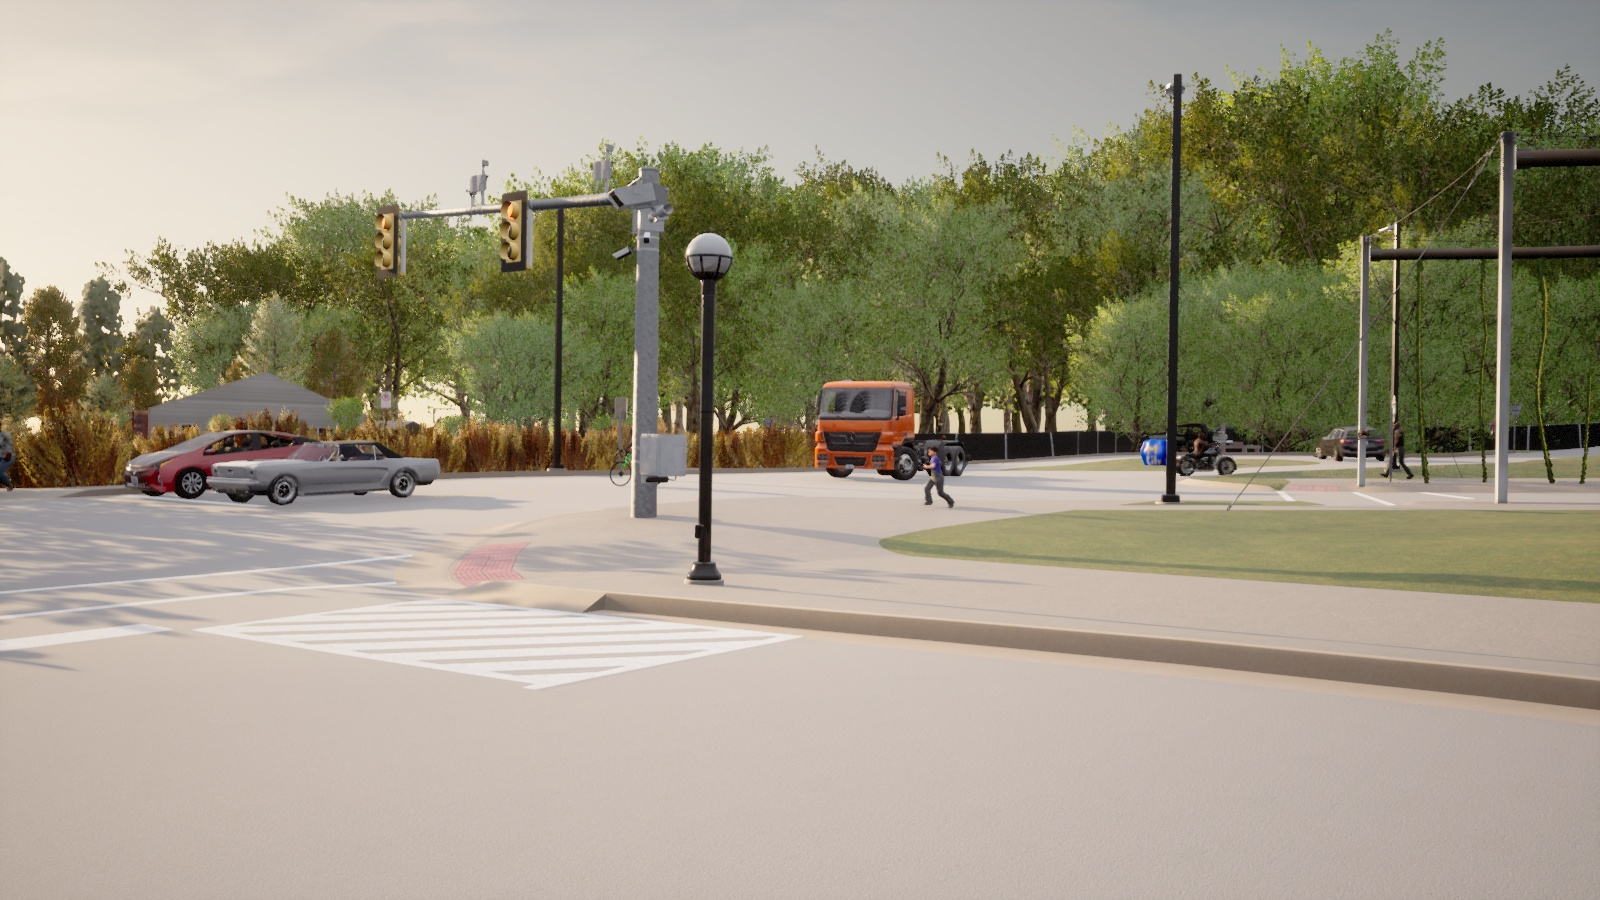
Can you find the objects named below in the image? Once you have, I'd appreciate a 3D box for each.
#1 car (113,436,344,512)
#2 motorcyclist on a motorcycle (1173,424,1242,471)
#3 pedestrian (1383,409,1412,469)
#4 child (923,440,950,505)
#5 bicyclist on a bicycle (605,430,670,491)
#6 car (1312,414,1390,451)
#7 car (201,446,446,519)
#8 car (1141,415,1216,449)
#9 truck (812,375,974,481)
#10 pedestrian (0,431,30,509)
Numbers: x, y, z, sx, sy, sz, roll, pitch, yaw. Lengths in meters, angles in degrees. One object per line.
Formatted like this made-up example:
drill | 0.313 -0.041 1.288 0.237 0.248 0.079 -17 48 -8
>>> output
car | -13.417 0.501 29.721 2.007 1.525 4.514 0 2 37
motorcyclist on a motorcycle | 14.918 -0.095 45.977 2.350 1.649 0.766 -1 1 -13
pedestrian | 18.571 -0.354 39.039 0.720 1.854 0.376 0 0 12
child | 2.657 0.435 24.433 0.437 1.263 0.270 0 0 -22
bicyclist on a bicycle | -4.403 0.273 34.001 1.656 1.620 0.582 0 1 -33
car | 26.836 -0.873 61.330 2.242 1.667 4.611 -2 1 7
car | -10.370 0.645 27.668 1.895 1.301 4.718 0 2 37
car | 22.152 -1.034 73.511 3.866 1.878 1.905 -1 1 27
truck | 3.542 -0.799 45.304 2.891 3.462 7.936 0 1 28
pedestrian | -19.285 0.477 30.268 0.874 1.855 0.900 0 0 6
